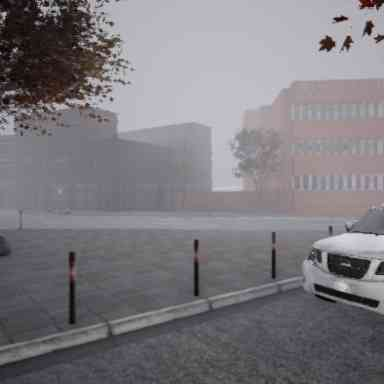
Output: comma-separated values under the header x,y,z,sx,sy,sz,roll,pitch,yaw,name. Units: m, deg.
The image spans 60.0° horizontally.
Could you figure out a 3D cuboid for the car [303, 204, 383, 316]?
x,y,z,sx,sy,sz,roll,pitch,yaw,name
4.815,1.229,6.982,5.566,2.045,2.150,0,0,-32,car
